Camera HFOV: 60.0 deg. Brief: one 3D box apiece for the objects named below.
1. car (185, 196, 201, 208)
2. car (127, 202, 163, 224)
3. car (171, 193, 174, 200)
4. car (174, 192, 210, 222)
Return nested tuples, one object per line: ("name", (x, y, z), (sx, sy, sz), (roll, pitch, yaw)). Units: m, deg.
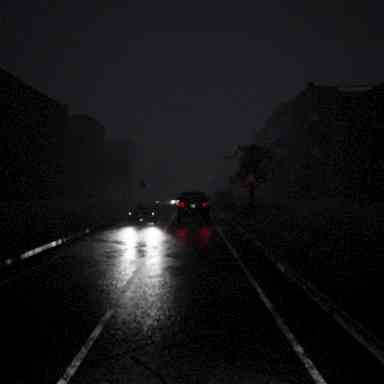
("car", (0.066, 1.177, 41.734), (1.895, 1.301, 4.718), (0, 1, 0))
("car", (-3.116, 1.396, 22.651), (1.895, 1.301, 4.718), (0, 1, 0))
("car", (-3.070, 0.832, 64.352), (2.128, 1.511, 4.902), (0, 1, 1))
("car", (0.084, 0.998, 23.878), (2.150, 2.045, 5.566), (0, 0, 0))
